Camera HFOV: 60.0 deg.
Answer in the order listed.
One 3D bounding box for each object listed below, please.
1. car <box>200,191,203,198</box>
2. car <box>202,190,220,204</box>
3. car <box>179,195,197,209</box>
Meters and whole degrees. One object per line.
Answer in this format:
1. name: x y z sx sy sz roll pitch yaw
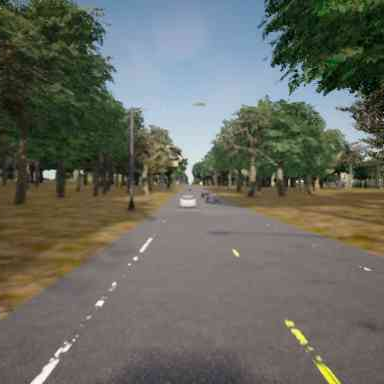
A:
1. car: 2.836 0.451 70.396 1.837 1.490 4.892 0 2 -1
2. car: 3.119 0.925 50.142 2.128 1.511 4.902 0 1 -1
3. car: -0.463 1.142 38.505 1.812 1.442 4.674 0 1 0
